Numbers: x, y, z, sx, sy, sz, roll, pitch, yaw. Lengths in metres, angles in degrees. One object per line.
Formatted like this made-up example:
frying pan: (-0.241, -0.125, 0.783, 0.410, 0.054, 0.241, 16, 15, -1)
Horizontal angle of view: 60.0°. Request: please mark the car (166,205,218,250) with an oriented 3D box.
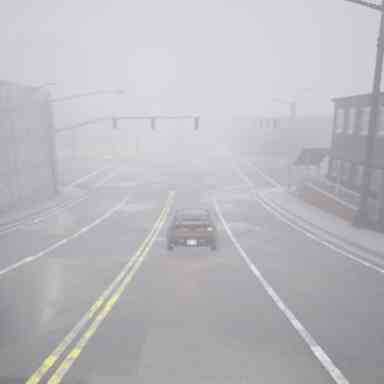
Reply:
car: (0.001, 1.295, 13.490, 1.837, 1.490, 4.892, 0, 3, 0)
